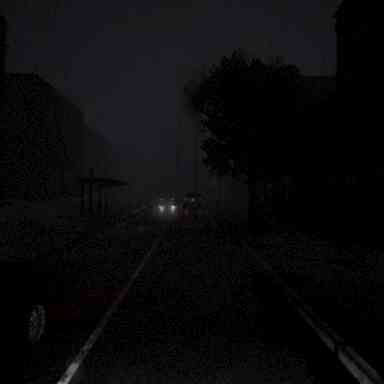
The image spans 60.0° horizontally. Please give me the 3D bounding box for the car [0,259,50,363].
[{"bbox_3d":[-3.142,1.529,3.539,1.812,1.442,4.674,0,0,0],"label":"car"}]

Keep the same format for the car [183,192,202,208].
[{"bbox_3d":[0.070,0.947,42.672,2.150,2.045,5.566,0,1,-1],"label":"car"}]

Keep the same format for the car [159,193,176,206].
[{"bbox_3d":[-3.411,1.029,46.761,2.097,1.767,4.553,0,1,0],"label":"car"}]
